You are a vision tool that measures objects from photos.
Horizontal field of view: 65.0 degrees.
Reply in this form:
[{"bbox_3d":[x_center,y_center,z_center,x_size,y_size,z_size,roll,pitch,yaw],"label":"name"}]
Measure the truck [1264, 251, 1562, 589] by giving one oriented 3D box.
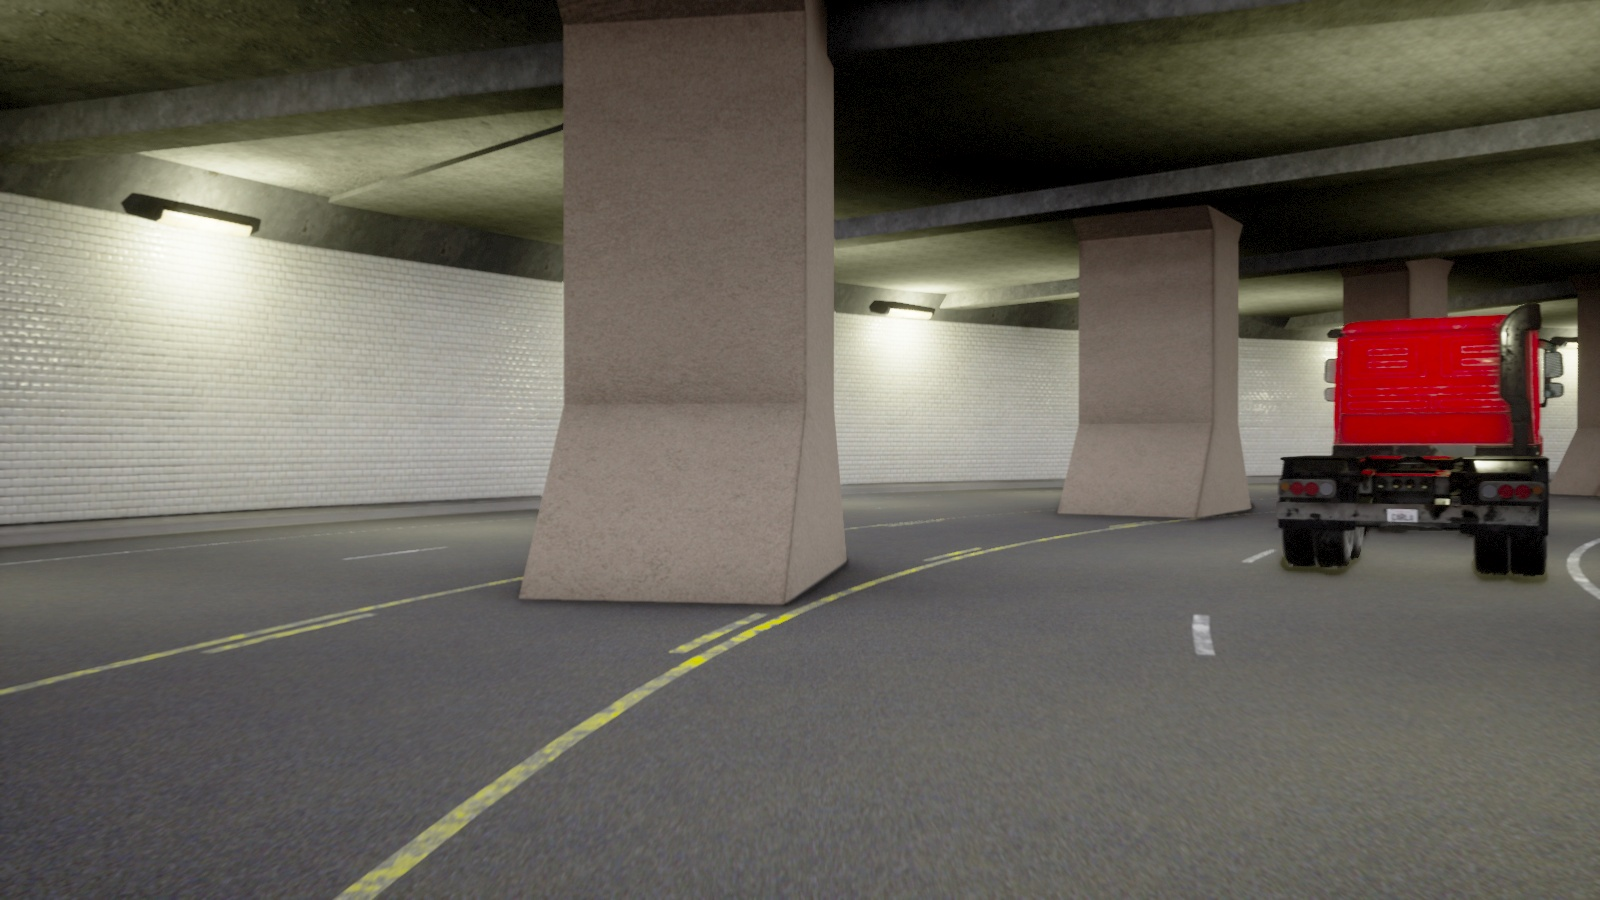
[{"bbox_3d":[8.524,-0.324,17.013,2.891,3.462,7.936,0,0,30],"label":"truck"}]
